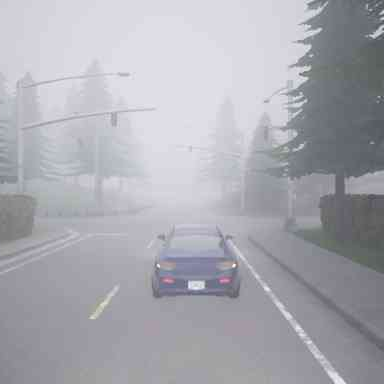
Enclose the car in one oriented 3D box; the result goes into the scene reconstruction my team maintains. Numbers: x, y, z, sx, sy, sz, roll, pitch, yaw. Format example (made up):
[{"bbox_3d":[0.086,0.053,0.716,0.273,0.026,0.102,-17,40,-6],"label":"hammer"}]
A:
[{"bbox_3d":[0.085,1.526,8.355,1.812,1.442,4.674,0,0,0],"label":"car"}]
